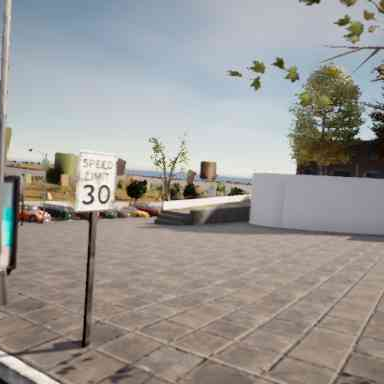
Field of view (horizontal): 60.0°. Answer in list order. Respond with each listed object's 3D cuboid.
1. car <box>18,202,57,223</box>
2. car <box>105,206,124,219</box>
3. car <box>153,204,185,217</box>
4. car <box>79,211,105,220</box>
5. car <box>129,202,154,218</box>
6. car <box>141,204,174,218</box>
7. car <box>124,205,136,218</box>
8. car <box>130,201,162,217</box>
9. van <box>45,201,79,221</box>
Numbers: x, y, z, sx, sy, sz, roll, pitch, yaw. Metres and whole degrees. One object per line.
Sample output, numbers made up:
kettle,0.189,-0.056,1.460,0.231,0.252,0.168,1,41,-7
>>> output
car,-17.956,2.290,36.894,4.553,1.767,2.185,6,2,16
car,-12.549,2.435,44.153,5.566,2.045,2.435,6,2,16
car,-3.835,3.115,56.348,4.892,1.521,2.231,6,2,16
car,-14.373,2.342,41.727,5.566,2.045,2.435,7,3,16
car,-8.907,2.871,48.991,5.366,1.575,1.946,6,2,16
car,-5.560,3.058,53.913,4.792,1.488,2.163,6,2,16
car,-10.848,2.808,46.609,4.674,1.452,2.002,6,2,16
car,-7.282,2.693,51.464,5.566,2.045,2.435,6,2,16
van,-16.235,2.270,39.327,4.442,1.987,1.878,6,3,16
